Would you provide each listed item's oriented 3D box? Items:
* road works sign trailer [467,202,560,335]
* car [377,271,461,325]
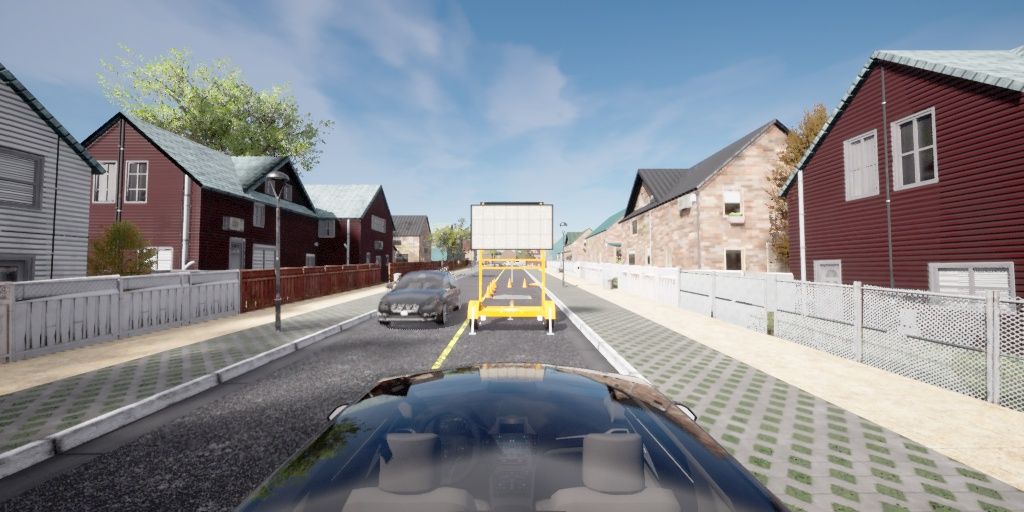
[{"bbox_3d":[0.001,0.227,10.564,2.380,3.560,2.880,0,0,1],"label":"road works sign trailer"},{"bbox_3d":[-2.844,1.270,11.889,1.837,1.490,4.892,0,0,0],"label":"car"}]
